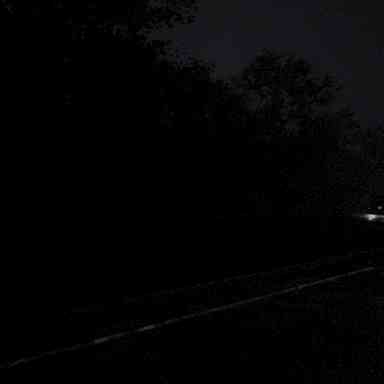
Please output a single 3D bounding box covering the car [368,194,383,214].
[{"bbox_3d":[20.096,1.185,34.670,2.150,2.045,5.566,-1,-1,40],"label":"car"}]
